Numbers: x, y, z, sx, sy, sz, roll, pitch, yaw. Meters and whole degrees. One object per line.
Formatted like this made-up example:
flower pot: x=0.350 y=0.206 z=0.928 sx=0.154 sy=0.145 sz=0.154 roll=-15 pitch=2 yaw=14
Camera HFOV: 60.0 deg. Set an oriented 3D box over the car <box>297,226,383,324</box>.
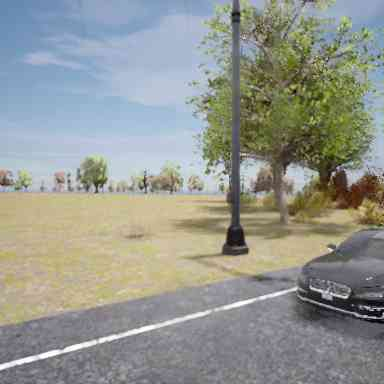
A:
car: x=4.256 y=1.521 z=7.028 sx=4.892 sy=1.490 sz=1.837 roll=0 pitch=0 yaw=-35
